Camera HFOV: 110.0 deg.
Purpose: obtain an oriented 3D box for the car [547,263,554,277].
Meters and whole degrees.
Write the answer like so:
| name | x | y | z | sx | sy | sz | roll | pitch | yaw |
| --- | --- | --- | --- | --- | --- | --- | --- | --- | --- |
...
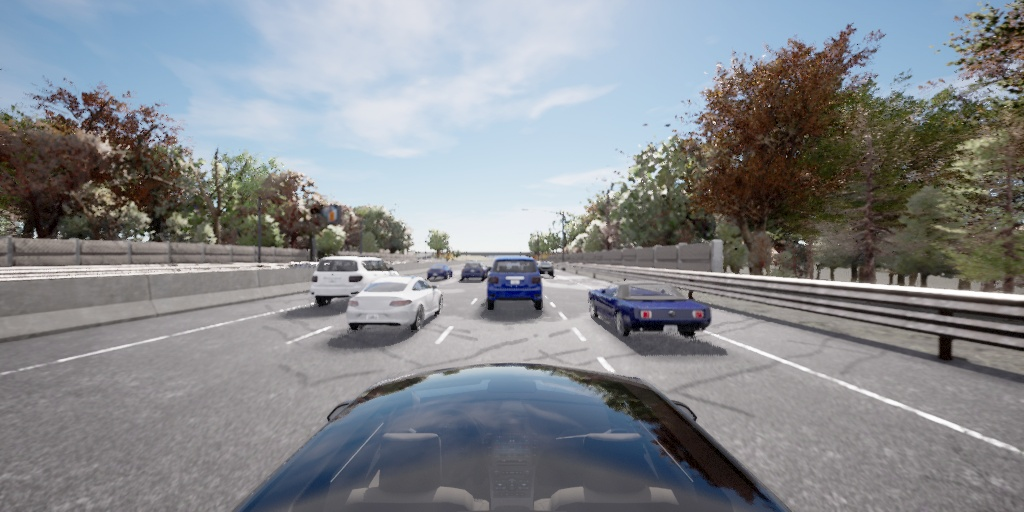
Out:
| name | x | y | z | sx | sy | sz | roll | pitch | yaw |
| --- | --- | --- | --- | --- | --- | --- | --- | --- | --- |
| car | 3.501 | 1.478 | 39.036 | 1.837 | 1.490 | 4.892 | 0 | 0 | 0 |

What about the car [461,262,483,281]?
| name | x | y | z | sx | sy | sz | roll | pitch | yaw |
| --- | --- | --- | --- | --- | --- | --- | --- | --- | --- |
| car | -3.399 | 1.317 | 33.160 | 2.097 | 1.767 | 4.553 | 0 | 0 | 0 |

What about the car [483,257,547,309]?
| name | x | y | z | sx | sy | sz | roll | pitch | yaw |
| --- | --- | --- | --- | --- | --- | --- | --- | --- | --- |
| car | 0.088 | 1.064 | 15.670 | 2.150 | 2.045 | 5.566 | 0 | 0 | 0 |

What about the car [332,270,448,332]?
| name | x | y | z | sx | sy | sz | roll | pitch | yaw |
| --- | --- | --- | --- | --- | --- | --- | --- | --- | --- |
| car | -3.399 | 1.337 | 11.049 | 1.812 | 1.442 | 4.674 | 0 | 0 | 0 |

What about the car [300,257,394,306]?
| name | x | y | z | sx | sy | sz | roll | pitch | yaw |
| --- | --- | --- | --- | --- | --- | --- | --- | --- | --- |
| car | -6.899 | 1.069 | 16.445 | 2.150 | 2.045 | 5.566 | 0 | 0 | 0 |

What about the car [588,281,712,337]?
| name | x | y | z | sx | sy | sz | roll | pitch | yaw |
| --- | --- | --- | --- | --- | --- | --- | --- | --- | --- |
| car | 3.596 | 1.384 | 10.426 | 1.895 | 1.301 | 4.718 | 0 | 0 | -1 |

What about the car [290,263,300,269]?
| name | x | y | z | sx | sy | sz | roll | pitch | yaw |
| --- | --- | --- | --- | --- | --- | --- | --- | --- | --- |
| car | -28.069 | 1.638 | 48.332 | 1.994 | 1.385 | 4.181 | 0 | -1 | 0 |

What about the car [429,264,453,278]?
| name | x | y | z | sx | sy | sz | roll | pitch | yaw |
| --- | --- | --- | --- | --- | --- | --- | --- | --- | --- |
| car | -6.897 | 1.500 | 34.514 | 1.812 | 1.442 | 4.674 | 0 | 0 | 0 |
